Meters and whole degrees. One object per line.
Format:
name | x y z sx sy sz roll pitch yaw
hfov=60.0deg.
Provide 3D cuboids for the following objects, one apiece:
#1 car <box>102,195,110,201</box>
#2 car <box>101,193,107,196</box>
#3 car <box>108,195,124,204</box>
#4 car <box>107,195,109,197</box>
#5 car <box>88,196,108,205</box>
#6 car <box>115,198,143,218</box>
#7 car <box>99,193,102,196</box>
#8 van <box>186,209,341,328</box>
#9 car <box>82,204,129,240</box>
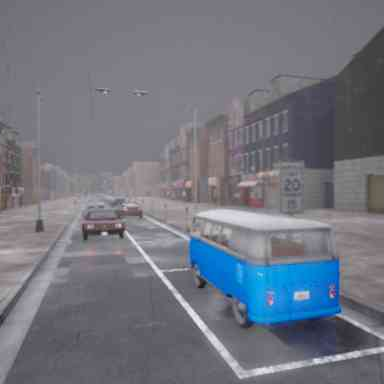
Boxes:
car | -20.767 1.435 80.108 1.802 1.307 4.206 -1 0 -17
car | -16.126 1.365 64.555 1.752 1.417 4.829 -1 0 -17
car | -10.170 1.350 45.946 1.837 1.490 4.892 0 0 -17
car | -12.169 1.365 52.655 1.812 1.442 4.674 0 0 -17
car | -11.678 1.473 40.700 1.895 1.301 4.718 0 0 -16
car | -5.132 1.469 27.722 1.802 1.307 4.206 -1 0 -17
car | -19.205 1.286 74.869 1.967 1.590 4.097 -1 0 -17
van | 1.121 1.310 6.766 1.690 1.788 3.998 0 0 -17
car | -4.530 1.540 16.859 1.895 1.301 4.718 0 0 -17
